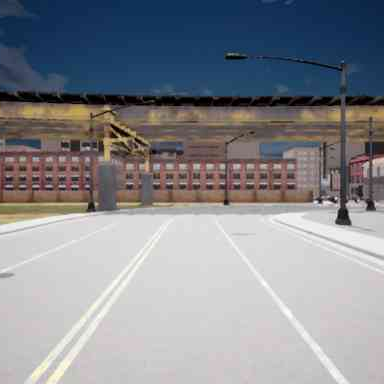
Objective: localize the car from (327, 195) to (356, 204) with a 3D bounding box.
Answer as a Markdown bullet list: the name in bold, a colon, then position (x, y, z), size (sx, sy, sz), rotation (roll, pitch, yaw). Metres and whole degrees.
- **car**: position (29.373, 1.438, 64.187), size (2.038, 1.542, 4.974), rotation (0, 0, -29)

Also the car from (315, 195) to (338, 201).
- **car**: position (33.855, 1.440, 83.785), size (2.038, 1.542, 4.974), rotation (0, 0, -34)

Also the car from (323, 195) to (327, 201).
- **car**: position (33.884, 1.282, 83.742), size (1.853, 1.218, 4.536), rotation (0, 0, -34)

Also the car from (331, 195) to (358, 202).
- **car**: position (29.348, 1.280, 64.233), size (1.853, 1.218, 4.536), rotation (0, 0, -29)

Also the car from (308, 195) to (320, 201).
- **car**: position (32.836, 1.682, 89.612), size (1.970, 1.475, 3.806), rotation (0, 0, 1)

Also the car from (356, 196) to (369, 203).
- **car**: position (32.410, 1.438, 62.019), size (2.038, 1.542, 4.974), rotation (0, 0, 31)

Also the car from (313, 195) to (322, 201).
- **car**: position (29.806, 1.282, 83.013), size (4.536, 1.218, 1.853), rotation (0, 0, -39)

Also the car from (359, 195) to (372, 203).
- **car**: position (32.437, 1.280, 62.064), size (1.853, 1.218, 4.536), rotation (0, 0, 31)
